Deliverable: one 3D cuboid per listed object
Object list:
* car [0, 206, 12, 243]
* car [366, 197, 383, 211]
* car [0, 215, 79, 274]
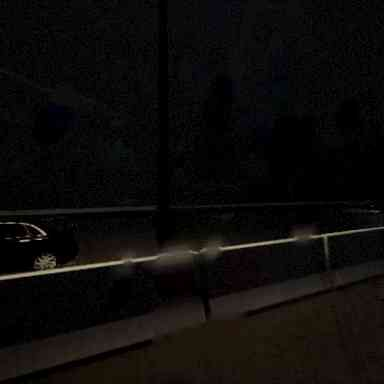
[{"bbox_3d":[-10.305,1.447,13.723,4.892,1.490,1.837,-1,0,-35],"label":"car"},{"bbox_3d":[20.358,1.234,34.954,4.181,1.385,1.994,0,0,-23],"label":"car"},{"bbox_3d":[-5.476,1.465,8.564,4.892,1.490,1.837,-1,0,-35],"label":"car"}]
